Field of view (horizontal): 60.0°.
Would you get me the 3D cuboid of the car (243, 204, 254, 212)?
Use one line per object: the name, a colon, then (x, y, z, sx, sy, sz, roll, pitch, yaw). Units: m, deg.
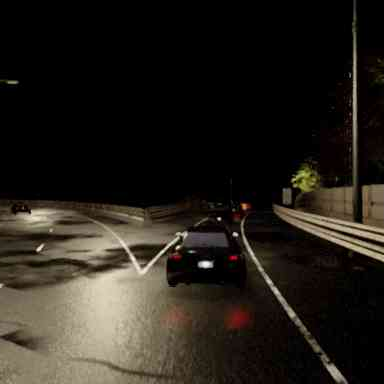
car: (12.486, 3.545, 73.441, 1.882, 1.535, 5.008, 0, -5, 14)

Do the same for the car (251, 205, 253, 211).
car: (10.120, 2.707, 63.534, 2.097, 1.767, 4.553, 0, -3, 13)

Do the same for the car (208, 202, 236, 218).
car: (2.450, 1.791, 27.504, 1.837, 1.490, 4.892, 0, -1, 9)

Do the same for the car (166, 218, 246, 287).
car: (0.426, 1.663, 9.652, 1.994, 1.385, 4.181, 0, -1, 3)

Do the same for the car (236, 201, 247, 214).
car: (5.507, 1.974, 42.694, 2.128, 1.511, 4.902, 0, -1, 12)

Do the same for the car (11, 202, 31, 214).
car: (-20.800, 1.919, 40.419, 2.033, 1.411, 5.357, 1, -1, -33)

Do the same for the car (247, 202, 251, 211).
car: (8.189, 2.247, 54.966, 2.097, 1.767, 4.553, 0, -2, 12)
